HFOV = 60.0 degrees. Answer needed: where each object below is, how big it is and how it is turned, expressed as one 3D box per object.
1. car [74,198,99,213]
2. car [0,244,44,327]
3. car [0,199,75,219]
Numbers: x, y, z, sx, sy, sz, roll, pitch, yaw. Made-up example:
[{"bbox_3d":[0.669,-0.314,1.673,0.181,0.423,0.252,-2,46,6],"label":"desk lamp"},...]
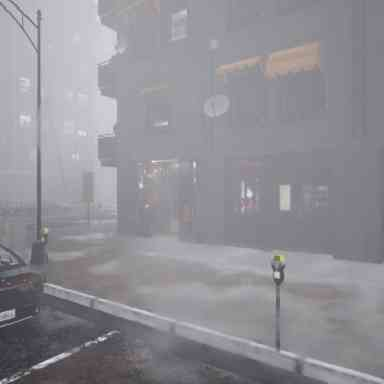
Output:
[{"bbox_3d":[-10.862,1.250,30.526,1.752,1.417,4.829,1,1,35],"label":"car"},{"bbox_3d":[-4.456,1.551,6.073,4.403,1.369,2.008,0,0,36],"label":"car"},{"bbox_3d":[-11.629,1.395,24.948,1.895,1.301,4.718,0,1,35],"label":"car"}]
